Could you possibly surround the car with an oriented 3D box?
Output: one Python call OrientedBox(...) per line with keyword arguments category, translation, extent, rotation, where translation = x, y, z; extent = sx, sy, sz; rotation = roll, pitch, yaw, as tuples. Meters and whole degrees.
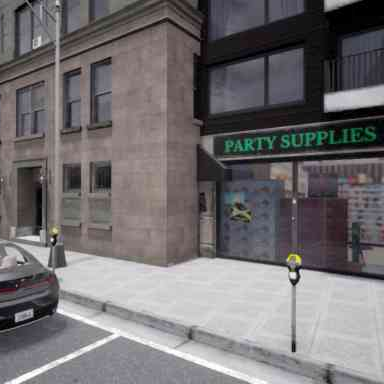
OrientedBox(category="car", translation=(-4.200, 1.551, 6.080), extent=(4.403, 1.369, 2.008), rotation=(0, 0, 36))
